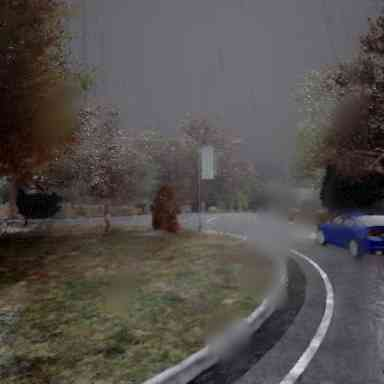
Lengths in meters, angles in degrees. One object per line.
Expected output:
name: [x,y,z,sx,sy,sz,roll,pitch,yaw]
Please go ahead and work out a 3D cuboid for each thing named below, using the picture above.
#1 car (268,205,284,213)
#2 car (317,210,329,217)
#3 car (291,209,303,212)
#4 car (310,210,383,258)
car: [15.354,3.191,60.572,1.882,1.535,5.008,-1,-5,32]
car: [31.824,5.224,80.937,1.837,1.490,4.892,-1,-5,32]
car: [23.179,4.489,73.453,1.837,1.490,4.892,-1,-5,31]
car: [6.556,1.537,13.019,1.882,1.535,5.008,-1,-1,0]
